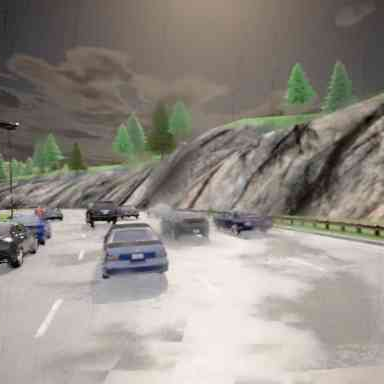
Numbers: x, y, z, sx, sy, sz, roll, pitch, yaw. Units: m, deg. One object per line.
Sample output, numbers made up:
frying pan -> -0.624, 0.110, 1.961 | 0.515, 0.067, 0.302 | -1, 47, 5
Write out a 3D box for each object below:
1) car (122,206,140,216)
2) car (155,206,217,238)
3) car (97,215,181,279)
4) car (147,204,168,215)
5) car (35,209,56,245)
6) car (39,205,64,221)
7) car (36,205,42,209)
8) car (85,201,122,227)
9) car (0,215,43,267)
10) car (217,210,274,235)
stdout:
car -> -7.112, 2.163, 35.698 | 2.033, 1.411, 5.357 | -2, -1, -25
car -> -0.497, 1.715, 18.426 | 1.837, 1.490, 4.892 | -2, -1, -17
car -> -1.986, 1.729, 10.893 | 2.033, 1.411, 5.357 | -2, -1, -14
car -> -3.487, 2.022, 36.119 | 1.812, 1.442, 4.674 | -2, -1, -24
car -> -8.736, 1.963, 17.880 | 1.882, 1.535, 5.008 | -2, -1, -18
car -> -15.275, 2.466, 36.474 | 1.994, 1.385, 4.181 | -2, -1, -26
car -> -19.998, 2.505, 45.176 | 2.097, 1.767, 4.553 | -2, -1, -30
car -> -7.807, 1.786, 28.573 | 2.150, 2.045, 5.566 | -2, -1, -22
car -> -7.142, 1.881, 12.553 | 1.837, 1.490, 4.892 | -2, -1, -15
car -> 2.816, 1.711, 19.658 | 1.895, 1.301, 4.718 | -2, -1, -17
